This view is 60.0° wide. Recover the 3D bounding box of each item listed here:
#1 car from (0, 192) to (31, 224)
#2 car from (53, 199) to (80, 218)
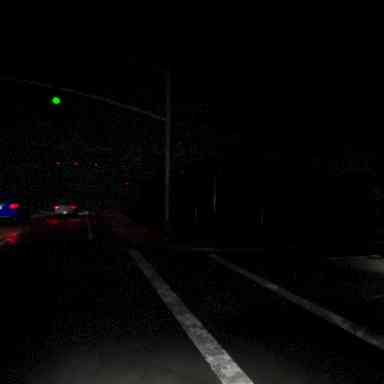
[{"bbox_3d":[-12.439,1.006,22.568,2.150,2.045,5.566,1,0,-18],"label":"car"},{"bbox_3d":[-10.461,1.332,27.801,1.812,1.442,4.674,1,0,-17],"label":"car"}]
